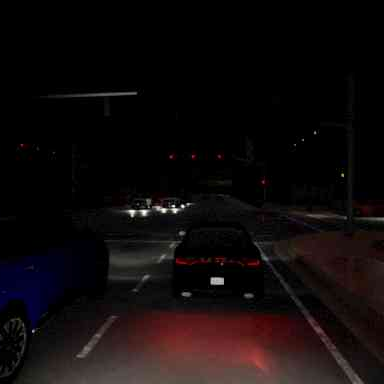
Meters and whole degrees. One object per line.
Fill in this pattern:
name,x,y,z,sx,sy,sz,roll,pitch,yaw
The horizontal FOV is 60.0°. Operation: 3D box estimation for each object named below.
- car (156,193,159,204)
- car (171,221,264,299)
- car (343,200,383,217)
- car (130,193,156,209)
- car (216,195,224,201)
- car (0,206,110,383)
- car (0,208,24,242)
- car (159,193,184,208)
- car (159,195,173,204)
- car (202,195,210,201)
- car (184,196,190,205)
car,-5.900,1.221,55.576,2.150,2.045,5.566,0,0,5
car,0.636,1.478,8.549,1.882,1.535,5.008,0,0,4
car,16.717,1.477,30.924,5.008,1.535,1.882,0,0,5
car,-6.767,1.221,45.265,2.150,2.045,5.566,0,0,3
car,7.078,1.552,84.746,1.994,1.385,4.181,0,0,5
car,-3.081,1.221,5.436,2.150,2.045,5.566,0,0,3
car,-9.496,1.526,14.762,1.812,1.442,4.674,1,0,-1
car,-2.940,1.221,48.879,2.150,2.045,5.566,0,0,4
car,-5.036,1.477,65.621,1.882,1.535,5.008,0,0,5
car,3.561,1.524,84.681,1.812,1.442,4.674,0,0,5
car,-2.139,1.351,58.536,2.097,1.767,4.553,0,0,5
